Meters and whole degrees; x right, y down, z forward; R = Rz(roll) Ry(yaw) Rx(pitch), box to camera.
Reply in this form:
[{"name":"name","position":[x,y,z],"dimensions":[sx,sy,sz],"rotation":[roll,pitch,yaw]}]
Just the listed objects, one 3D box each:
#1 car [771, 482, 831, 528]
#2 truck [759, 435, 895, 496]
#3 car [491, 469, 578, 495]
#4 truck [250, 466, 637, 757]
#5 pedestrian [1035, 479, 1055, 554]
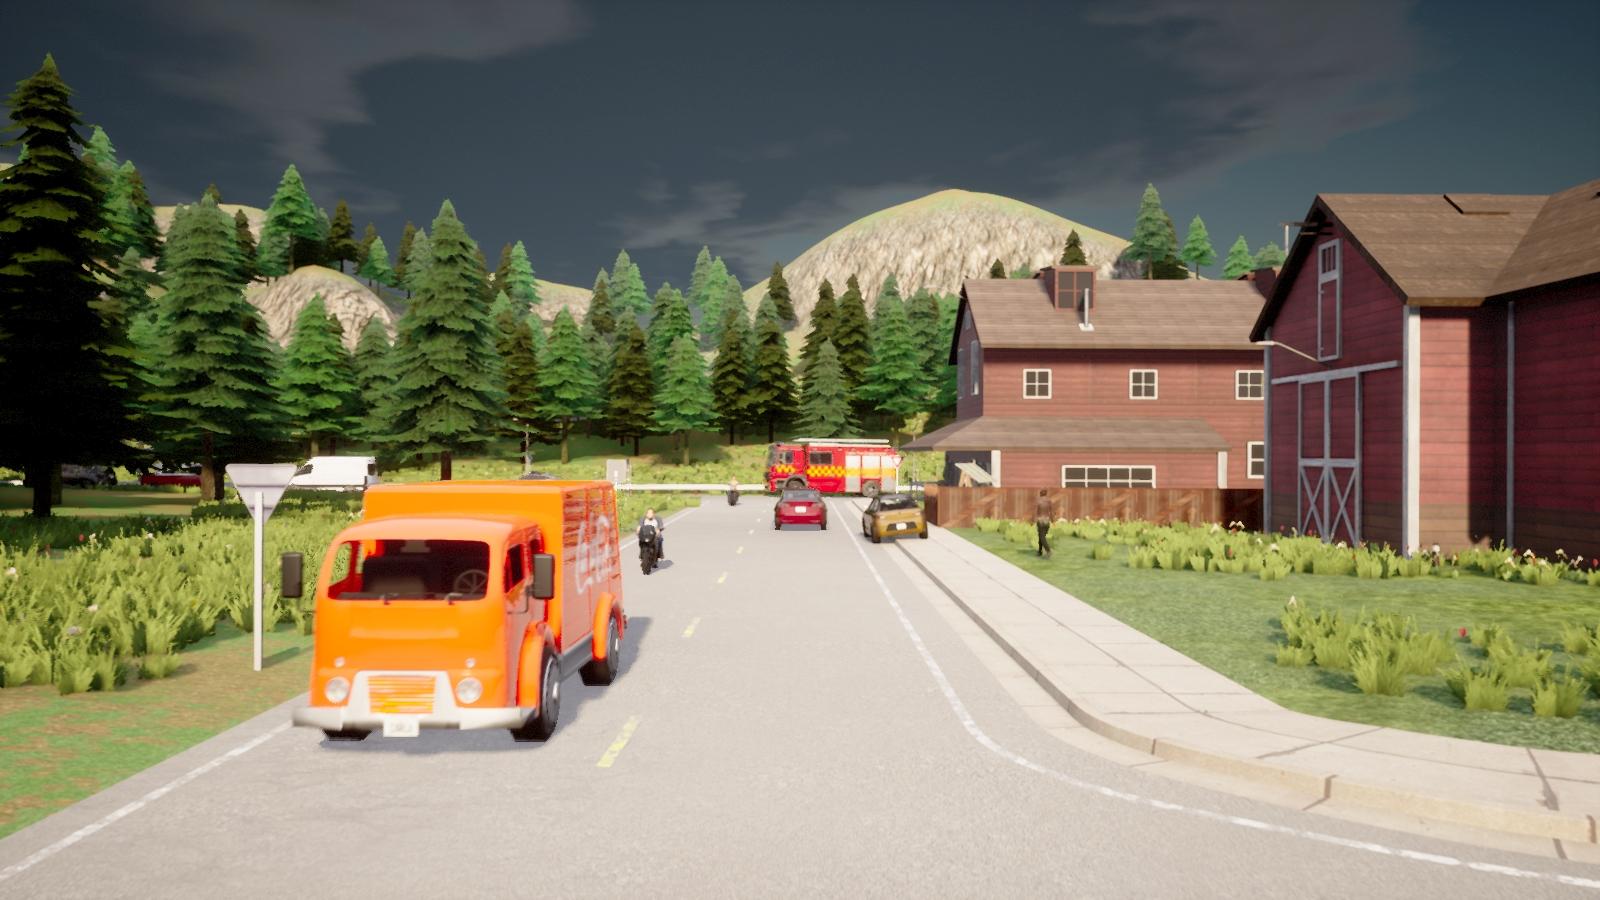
[{"name":"car","position":[0.031,2.043,43.329],"dimensions":[2.163,1.488,4.792],"rotation":[0,0,0]},{"name":"truck","position":[1.718,1.076,74.812],"dimensions":[8.468,3.827,2.891],"rotation":[1,-1,-11]},{"name":"car","position":[-17.607,2.094,75.962],"dimensions":[5.238,1.638,2.097],"rotation":[0,0,0]},{"name":"truck","position":[-3.486,1.445,12.593],"dimensions":[2.627,2.467,5.204],"rotation":[0,0,0]},{"name":"pedestrian","position":[6.167,1.662,28.796],"dimensions":[0.375,1.860,0.375],"rotation":[0,0,-10]}]
